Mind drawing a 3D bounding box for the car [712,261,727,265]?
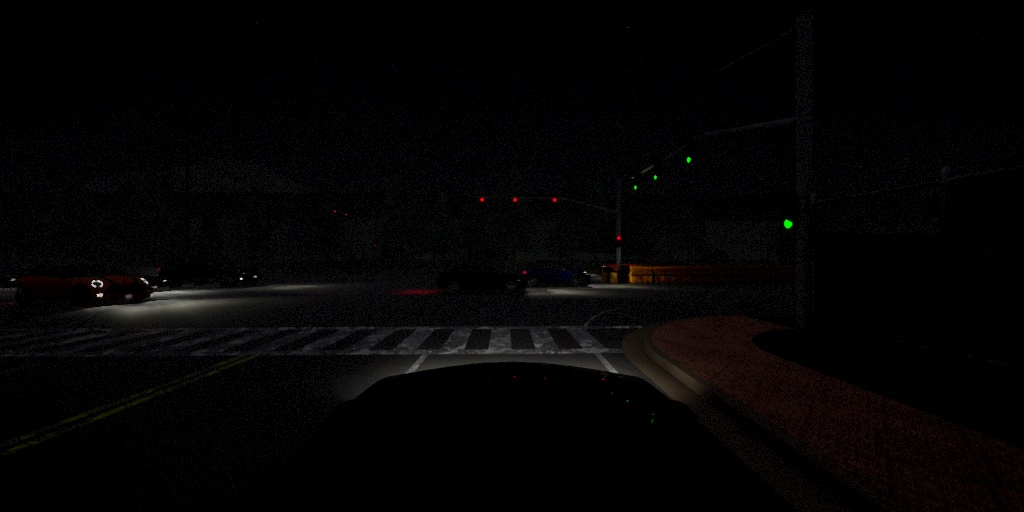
[{"bbox_3d":[20.535,1.255,38.436,4.892,1.490,1.837,0,0,-2],"label":"car"}]

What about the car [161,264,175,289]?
[{"bbox_3d":[-22.036,1.295,19.401,5.357,1.411,2.033,0,0,-2],"label":"car"}]

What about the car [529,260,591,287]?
[{"bbox_3d":[2.831,1.101,23.677,4.553,1.767,2.097,0,0,-2],"label":"car"}]

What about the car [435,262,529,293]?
[{"bbox_3d":[-1.735,1.227,20.033,5.008,1.535,1.882,0,0,-2],"label":"car"}]

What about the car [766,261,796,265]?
[{"bbox_3d":[22.963,1.351,31.507,4.718,1.301,1.895,0,0,-2],"label":"car"}]

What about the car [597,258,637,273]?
[{"bbox_3d":[11.419,1.102,38.151,4.553,1.767,2.097,0,0,-2],"label":"car"}]

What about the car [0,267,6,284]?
[{"bbox_3d":[-33.879,1.192,22.540,4.902,1.511,2.128,1,0,-2],"label":"car"}]

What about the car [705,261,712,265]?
[{"bbox_3d":[16.352,1.276,34.802,4.674,1.442,1.812,0,0,-2],"label":"car"}]

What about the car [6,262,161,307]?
[{"bbox_3d":[-18.112,1.101,15.276,4.553,1.767,2.097,0,0,10],"label":"car"}]

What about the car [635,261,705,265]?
[{"bbox_3d":[13.708,1.255,31.219,4.892,1.490,1.837,0,0,-2],"label":"car"}]

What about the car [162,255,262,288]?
[{"bbox_3d":[-19.290,0.970,22.989,5.566,2.045,2.150,0,0,-2],"label":"car"}]

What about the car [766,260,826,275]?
[{"bbox_3d":[30.587,1.241,38.741,4.902,1.511,2.128,0,0,-2],"label":"car"}]
